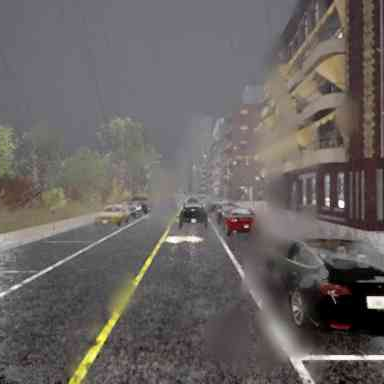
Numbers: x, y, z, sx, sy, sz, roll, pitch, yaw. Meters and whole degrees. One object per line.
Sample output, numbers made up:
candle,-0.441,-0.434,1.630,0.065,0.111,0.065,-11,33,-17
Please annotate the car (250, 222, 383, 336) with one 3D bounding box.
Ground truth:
car,2.572,1.548,6.647,1.947,1.339,4.313,1,0,0

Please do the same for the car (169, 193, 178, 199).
car,-5.322,1.124,94.991,2.192,1.841,5.009,1,0,0

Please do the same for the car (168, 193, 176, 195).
car,-5.321,1.379,77.963,1.887,1.381,4.507,1,0,0

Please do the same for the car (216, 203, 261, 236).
car,2.570,1.500,17.969,1.887,1.381,4.507,1,0,0

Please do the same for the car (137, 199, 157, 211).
car,-5.315,1.488,39.848,1.802,1.307,4.206,1,0,0

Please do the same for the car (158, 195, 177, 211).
car,-2.796,1.434,38.742,1.812,1.442,4.674,0,0,0

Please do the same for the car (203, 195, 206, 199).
car,2.559,1.384,78.768,2.008,1.369,4.403,1,0,0

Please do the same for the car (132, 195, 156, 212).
car,-5.311,1.234,34.193,2.192,1.841,5.009,1,0,0

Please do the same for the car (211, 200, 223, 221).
car,2.569,1.508,23.629,1.947,1.339,4.313,1,0,0

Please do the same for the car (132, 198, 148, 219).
car,-5.312,1.482,28.540,2.008,1.369,4.403,1,0,0

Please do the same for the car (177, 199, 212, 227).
car,0.096,1.451,22.313,1.837,1.490,4.892,0,0,0

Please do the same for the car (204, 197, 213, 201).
car,2.567,1.483,34.951,1.947,1.339,4.313,1,0,0

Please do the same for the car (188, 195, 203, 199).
car,0.093,1.361,40.271,1.801,1.575,5.366,0,0,0

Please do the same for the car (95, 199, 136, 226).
car,-5.311,1.469,22.715,1.752,1.417,4.829,1,0,0
